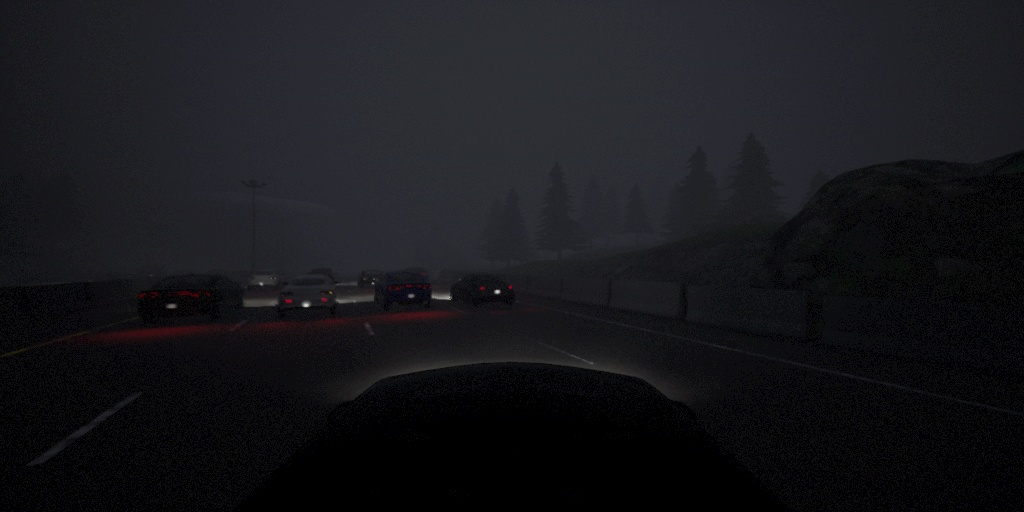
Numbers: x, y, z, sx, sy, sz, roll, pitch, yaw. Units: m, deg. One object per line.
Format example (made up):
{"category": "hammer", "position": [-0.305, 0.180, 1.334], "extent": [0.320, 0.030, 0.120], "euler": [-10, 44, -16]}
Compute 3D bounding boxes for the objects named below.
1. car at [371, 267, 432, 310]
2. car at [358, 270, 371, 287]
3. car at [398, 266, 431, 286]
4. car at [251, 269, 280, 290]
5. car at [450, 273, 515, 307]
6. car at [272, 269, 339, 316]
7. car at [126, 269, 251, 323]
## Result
{"category": "car", "position": [-4.953, 1.406, 16.024], "extent": [1.882, 1.535, 5.008], "euler": [0, -1, -26]}
{"category": "car", "position": [-11.198, 1.771, 28.560], "extent": [1.895, 1.301, 4.718], "euler": [0, -1, -26]}
{"category": "car", "position": [-8.504, 1.688, 31.024], "extent": [1.882, 1.535, 5.008], "euler": [0, -1, -26]}
{"category": "car", "position": [-17.763, 1.668, 26.056], "extent": [1.812, 1.442, 4.674], "euler": [0, -1, -26]}
{"category": "car", "position": [-1.496, 1.503, 16.920], "extent": [1.994, 1.385, 4.181], "euler": [0, -1, -26]}
{"category": "car", "position": [-7.938, 1.429, 14.155], "extent": [1.812, 1.442, 4.674], "euler": [0, -1, -26]}
{"category": "car", "position": [-11.227, 1.366, 12.917], "extent": [1.882, 1.535, 5.008], "euler": [0, -1, -26]}
